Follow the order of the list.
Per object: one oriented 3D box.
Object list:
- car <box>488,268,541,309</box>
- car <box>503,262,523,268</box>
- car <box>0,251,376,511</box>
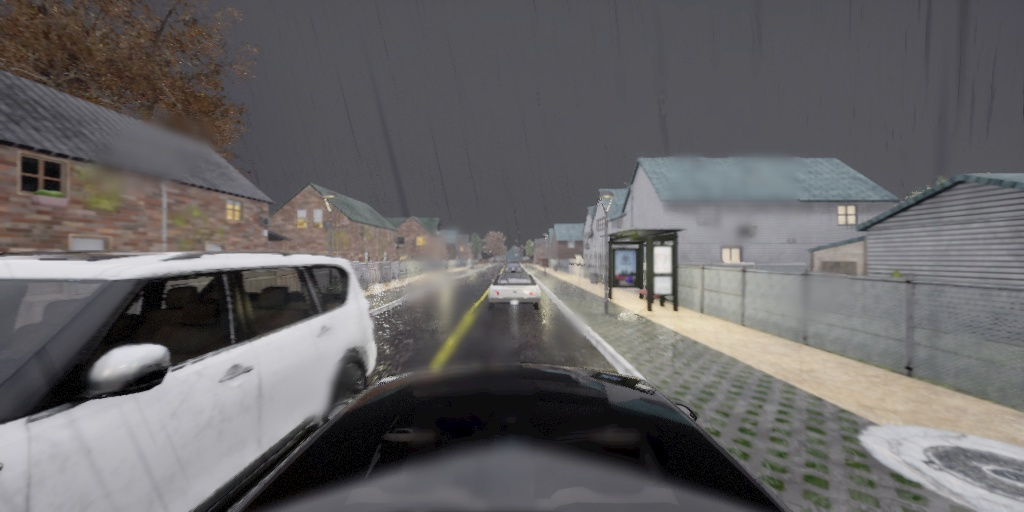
[{"bbox_3d":[0.093,1.339,14.794,1.895,1.301,4.718,0,0,0],"label":"car"},{"bbox_3d":[0.092,1.307,36.532,2.033,1.411,5.357,0,0,0],"label":"car"},{"bbox_3d":[-2.833,0.972,2.451,2.150,2.045,5.566,0,0,0],"label":"car"}]
